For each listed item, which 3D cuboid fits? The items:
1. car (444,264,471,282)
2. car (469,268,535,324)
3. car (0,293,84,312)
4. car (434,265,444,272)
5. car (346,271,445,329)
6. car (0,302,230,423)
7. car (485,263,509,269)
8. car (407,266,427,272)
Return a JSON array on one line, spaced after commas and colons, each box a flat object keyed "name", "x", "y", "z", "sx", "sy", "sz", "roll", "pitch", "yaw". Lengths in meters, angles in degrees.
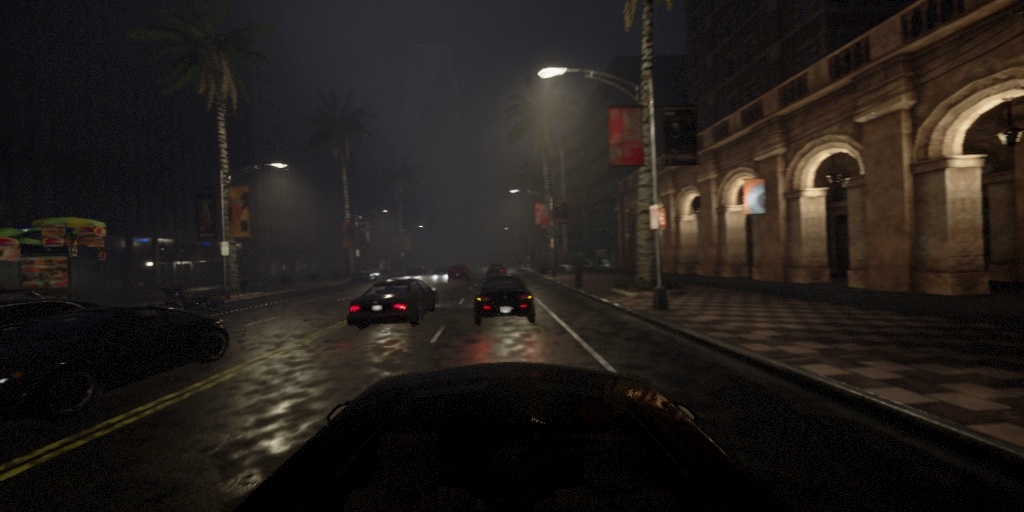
[{"name": "car", "x": -4.938, "y": 1.530, "z": 34.123, "sx": 1.882, "sy": 1.535, "sz": 5.008, "roll": -2, "pitch": 0, "yaw": -3}, {"name": "car", "x": -0.309, "y": 1.324, "z": 12.199, "sx": 1.812, "sy": 1.442, "sz": 4.674, "roll": -2, "pitch": 0, "yaw": -3}, {"name": "car", "x": -10.741, "y": 1.682, "z": 7.094, "sx": 1.837, "sy": 1.490, "sz": 4.892, "roll": -2, "pitch": 0, "yaw": -3}, {"name": "car", "x": -9.377, "y": 1.874, "z": 48.691, "sx": 1.895, "sy": 1.301, "sz": 4.718, "roll": -2, "pitch": 0, "yaw": -3}, {"name": "car", "x": -3.800, "y": 1.479, "z": 12.282, "sx": 2.033, "sy": 1.411, "sz": 5.357, "roll": -2, "pitch": 0, "yaw": -3}, {"name": "car", "x": -7.195, "y": 1.603, "z": 6.200, "sx": 1.994, "sy": 1.385, "sz": 4.181, "roll": -2, "pitch": 0, "yaw": -3}, {"name": "car", "x": -1.364, "y": 1.417, "z": 32.758, "sx": 1.837, "sy": 1.490, "sz": 4.892, "roll": -2, "pitch": 0, "yaw": -3}, {"name": "car", "x": -12.873, "y": 2.007, "z": 48.682, "sx": 1.895, "sy": 1.301, "sz": 4.718, "roll": -2, "pitch": 0, "yaw": -3}]
